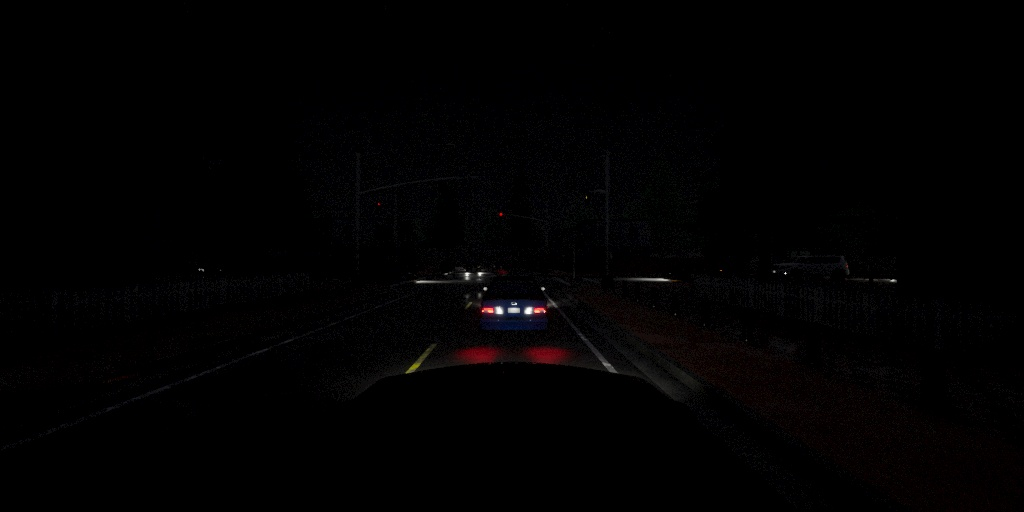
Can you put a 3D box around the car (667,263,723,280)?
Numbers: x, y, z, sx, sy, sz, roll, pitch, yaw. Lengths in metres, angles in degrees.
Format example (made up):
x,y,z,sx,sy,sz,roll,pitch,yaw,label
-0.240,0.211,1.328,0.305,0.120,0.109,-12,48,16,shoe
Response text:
x,y,z,sx,sy,sz,roll,pitch,yaw,label
15.314,1.299,30.171,4.181,1.385,1.994,0,0,2,car

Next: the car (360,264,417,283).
x,y,z,sx,sy,sz,roll,pitch,yaw,label
-9.493,1.299,27.526,4.181,1.385,1.994,0,0,-4,car

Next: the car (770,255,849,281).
x,y,z,sx,sy,sz,roll,pitch,yaw,label
24.679,0.956,29.892,5.566,2.045,2.150,0,0,1,car

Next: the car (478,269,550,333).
x,y,z,sx,sy,sz,roll,pitch,yaw,label
0.062,1.297,10.754,2.033,1.411,5.357,0,0,0,car

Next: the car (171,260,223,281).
x,y,z,sx,sy,sz,roll,pitch,yaw,label
-25.078,1.086,27.650,4.553,1.767,2.097,0,0,2,car

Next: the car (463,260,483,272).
x,y,z,sx,sy,sz,roll,pitch,yaw,label
-4.779,1.220,44.682,1.837,1.490,4.892,0,0,-6,car

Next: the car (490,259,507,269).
x,y,z,sx,sy,sz,roll,pitch,yaw,label
-1.913,1.220,51.516,1.837,1.490,4.892,0,0,-11,car

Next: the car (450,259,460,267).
x,y,z,sx,sy,sz,roll,pitch,yaw,label
-9.701,1.263,64.372,2.033,1.411,5.357,0,0,-23,car

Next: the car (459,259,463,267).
x,y,z,sx,sy,sz,roll,pitch,yaw,label
-6.316,1.263,54.340,2.033,1.411,5.357,0,0,-14,car

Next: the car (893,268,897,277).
x,y,z,sx,sy,sz,roll,pitch,yaw,label
34.525,1.087,29.584,4.553,1.767,2.097,0,0,2,car
